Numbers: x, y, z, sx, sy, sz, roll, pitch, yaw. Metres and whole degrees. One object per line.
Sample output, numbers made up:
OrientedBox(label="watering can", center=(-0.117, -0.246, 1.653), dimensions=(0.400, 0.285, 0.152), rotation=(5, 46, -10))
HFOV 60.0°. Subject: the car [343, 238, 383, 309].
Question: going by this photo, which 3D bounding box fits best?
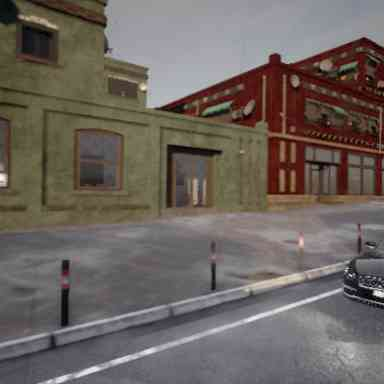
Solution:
OrientedBox(label="car", center=(5.132, 1.443, 7.049), dimensions=(4.892, 1.490, 1.837), rotation=(-1, 0, -36))
